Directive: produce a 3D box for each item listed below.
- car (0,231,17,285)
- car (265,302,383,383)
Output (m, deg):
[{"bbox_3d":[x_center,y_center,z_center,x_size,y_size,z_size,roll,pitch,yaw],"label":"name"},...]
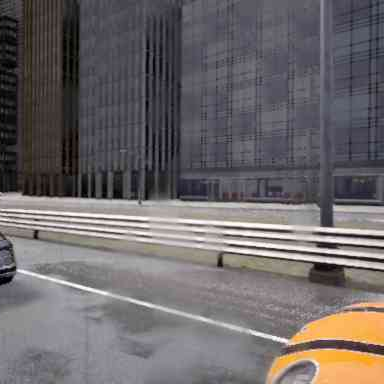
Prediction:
[{"bbox_3d":[-6.264,1.450,8.346,4.856,1.649,2.033,0,0,36],"label":"car"},{"bbox_3d":[2.706,1.349,1.940,4.553,1.767,2.097,0,0,36],"label":"car"}]
